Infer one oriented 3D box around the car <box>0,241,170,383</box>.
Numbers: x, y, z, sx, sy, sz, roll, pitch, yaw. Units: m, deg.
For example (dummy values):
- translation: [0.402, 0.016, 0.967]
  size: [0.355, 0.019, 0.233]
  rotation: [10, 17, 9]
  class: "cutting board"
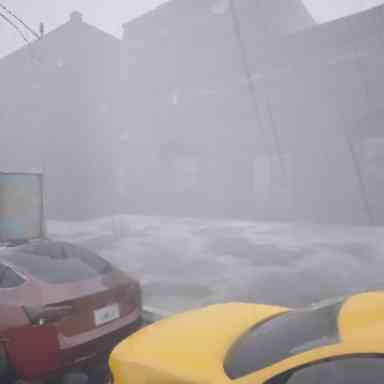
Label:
- translation: [-2.935, 1.566, 5.447]
  size: [4.792, 1.488, 2.163]
  rotation: [-1, 0, 36]
  class: "car"
